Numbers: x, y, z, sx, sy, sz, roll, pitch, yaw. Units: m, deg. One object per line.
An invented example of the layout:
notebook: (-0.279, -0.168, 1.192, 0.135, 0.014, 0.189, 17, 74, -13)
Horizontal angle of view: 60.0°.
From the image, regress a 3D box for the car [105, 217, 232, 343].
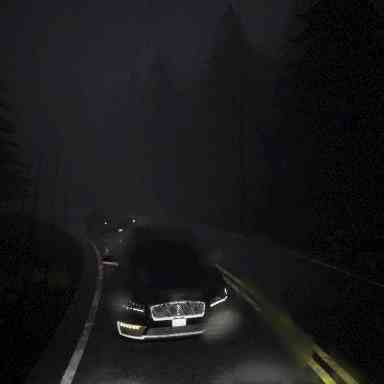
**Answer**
car: (-0.649, 1.495, 6.829, 1.837, 1.490, 4.892, -1, 0, -11)

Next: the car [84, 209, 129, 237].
car: (-4.645, 1.613, 18.563, 1.895, 1.301, 4.718, -3, 1, -29)
